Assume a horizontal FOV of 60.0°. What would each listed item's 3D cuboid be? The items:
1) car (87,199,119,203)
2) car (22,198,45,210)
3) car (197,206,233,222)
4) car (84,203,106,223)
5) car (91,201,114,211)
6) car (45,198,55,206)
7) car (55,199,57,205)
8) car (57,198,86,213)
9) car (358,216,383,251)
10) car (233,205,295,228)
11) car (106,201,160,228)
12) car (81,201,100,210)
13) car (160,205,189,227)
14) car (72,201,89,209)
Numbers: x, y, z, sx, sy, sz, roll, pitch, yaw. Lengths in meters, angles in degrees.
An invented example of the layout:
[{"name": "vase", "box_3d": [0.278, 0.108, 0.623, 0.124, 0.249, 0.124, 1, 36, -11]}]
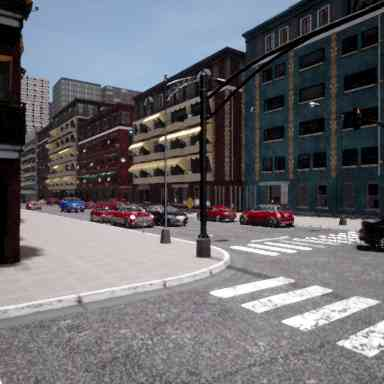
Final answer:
[{"name": "car", "box_3d": [-11.969, 1.997, 44.394, 1.882, 1.535, 5.008, 0, -1, -35]}, {"name": "car", "box_3d": [-26.664, 2.170, 55.897, 1.967, 1.590, 4.097, -1, 0, -35]}, {"name": "car", "box_3d": [2.086, 1.848, 28.645, 1.802, 1.307, 4.206, -1, 0, -35]}, {"name": "car", "box_3d": [-7.543, 1.903, 28.641, 1.802, 1.307, 4.206, -1, 0, -35]}, {"name": "car", "box_3d": [-13.850, 2.158, 51.354, 2.008, 1.369, 4.403, -1, 0, -35]}, {"name": "car", "box_3d": [-32.973, 2.326, 78.610, 2.192, 1.841, 5.009, -1, 0, -35]}, {"name": "car", "box_3d": [-22.611, 2.310, 59.564, 1.994, 1.385, 4.181, 0, -1, -35]}, {"name": "car", "box_3d": [-16.363, 1.782, 45.614, 2.150, 2.045, 5.566, 0, -1, -34]}, {"name": "car", "box_3d": [9.141, 1.558, 12.835, 4.892, 1.490, 1.837, -1, 0, 28]}, {"name": "car", "box_3d": [5.274, 1.637, 24.106, 1.967, 1.590, 4.097, -1, 0, -35]}, {"name": "car", "box_3d": [-4.358, 1.693, 24.099, 1.967, 1.590, 4.097, -1, 0, -35]}, {"name": "car", "box_3d": [-17.036, 2.257, 55.897, 1.802, 1.307, 4.206, -1, 0, -35]}, {"name": "car", "box_3d": [-2.132, 1.744, 25.235, 2.128, 1.511, 4.902, 0, -1, -35]}, {"name": "car", "box_3d": [-20.223, 2.324, 60.439, 1.802, 1.307, 4.206, -1, 0, -35]}]
